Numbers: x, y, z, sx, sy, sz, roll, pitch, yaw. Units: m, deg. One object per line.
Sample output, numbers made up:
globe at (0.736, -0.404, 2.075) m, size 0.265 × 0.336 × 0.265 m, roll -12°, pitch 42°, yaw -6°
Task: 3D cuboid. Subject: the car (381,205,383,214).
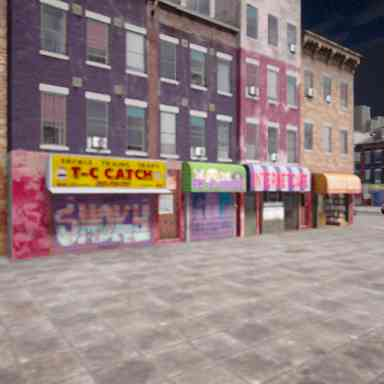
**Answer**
car at (18.965, 1.545, 28.629) m, size 2.128 × 1.511 × 4.902 m, roll 0°, pitch 0°, yaw -35°
